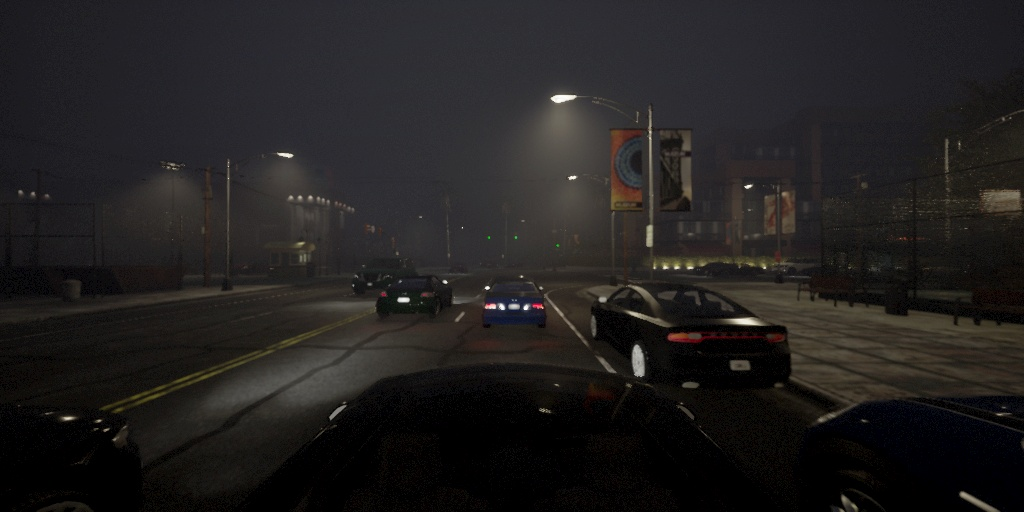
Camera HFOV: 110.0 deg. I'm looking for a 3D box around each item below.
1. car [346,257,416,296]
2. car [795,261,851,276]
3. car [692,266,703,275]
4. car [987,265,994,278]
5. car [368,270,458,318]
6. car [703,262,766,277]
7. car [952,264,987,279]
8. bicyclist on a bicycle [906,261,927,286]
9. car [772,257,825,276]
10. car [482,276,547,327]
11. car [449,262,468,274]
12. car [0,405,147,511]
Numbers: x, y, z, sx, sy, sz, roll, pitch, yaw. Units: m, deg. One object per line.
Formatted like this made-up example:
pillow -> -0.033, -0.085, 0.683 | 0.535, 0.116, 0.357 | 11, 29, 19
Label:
car -> -7.110, 1.075, 20.681 | 2.150, 2.045, 5.566 | 0, 0, 0
car -> 33.069, 1.511, 37.877 | 4.181, 1.385, 1.994 | 0, 0, -1
car -> 23.387, 1.471, 41.297 | 4.892, 1.490, 1.837 | 0, 0, -1
car -> 45.195, 1.456, 30.905 | 5.357, 1.411, 2.033 | 0, 0, -1
car -> -3.422, 1.376, 13.341 | 1.994, 1.385, 4.181 | 0, 0, 0
car -> 23.609, 1.494, 37.800 | 5.357, 1.411, 2.033 | 0, 0, -1
car -> 45.162, 1.492, 34.405 | 4.181, 1.385, 1.994 | 0, 0, -1
bicyclist on a bicycle -> 26.065, 1.168, 23.342 | 0.582, 1.620, 1.656 | 0, -1, -1
car -> 33.231, 1.185, 41.378 | 5.566, 2.045, 2.150 | 0, 0, 0
car -> 0.069, 1.352, 11.670 | 2.033, 1.411, 5.357 | 0, 0, 0
car -> -7.017, 1.523, 47.008 | 1.812, 1.442, 4.674 | 0, 0, 1
car -> -3.400, 1.235, 0.389 | 2.128, 1.511, 4.902 | 0, 0, 0
